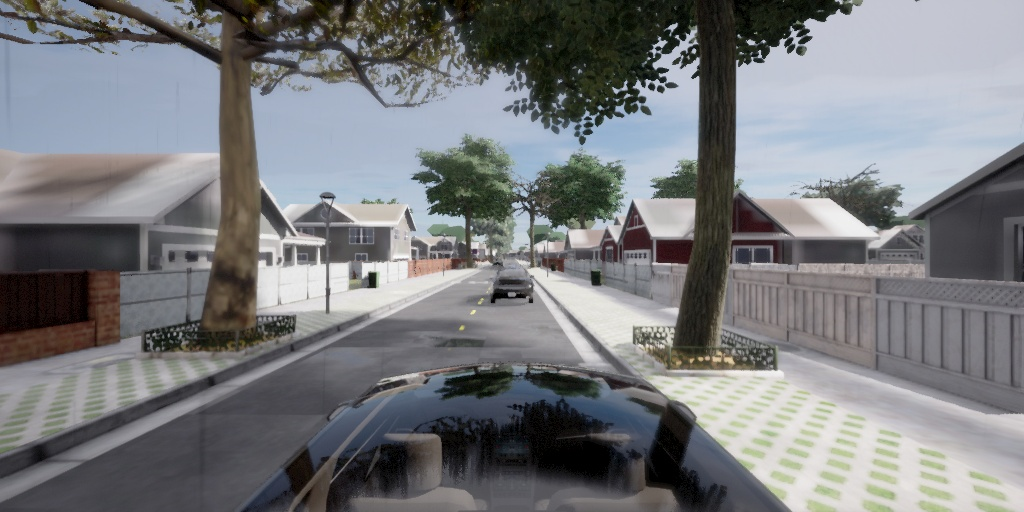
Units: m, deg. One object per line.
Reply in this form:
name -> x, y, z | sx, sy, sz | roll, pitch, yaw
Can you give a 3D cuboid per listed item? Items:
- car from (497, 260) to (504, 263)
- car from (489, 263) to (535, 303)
car -> 0.000, 1.327, 31.500 | 2.033, 1.411, 5.357 | 0, 0, 0
car -> 0.000, 1.268, 16.501 | 1.837, 1.490, 4.892 | 0, 0, 0
